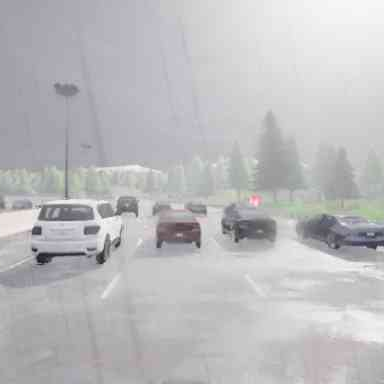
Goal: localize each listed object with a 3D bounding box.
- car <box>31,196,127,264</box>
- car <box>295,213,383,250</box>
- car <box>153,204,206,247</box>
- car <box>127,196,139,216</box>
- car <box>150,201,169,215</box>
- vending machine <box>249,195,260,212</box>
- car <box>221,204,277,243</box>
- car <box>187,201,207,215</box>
[{"bbox_3d":[-3.936,1.296,12.268,2.150,2.045,5.566,0,0,-4],"label":"car"},{"bbox_3d":[6.419,1.628,14.811,2.033,1.411,5.357,0,0,-4],"label":"car"},{"bbox_3d":[-0.685,1.568,15.584,1.882,1.535,5.008,0,0,-4],"label":"car"},{"bbox_3d":[-6.713,1.426,34.691,2.150,2.045,5.566,0,0,-10],"label":"car"},{"bbox_3d":[-3.212,1.709,34.896,1.837,1.490,4.892,0,0,-10],"label":"car"},{"bbox_3d":[7.791,1.426,41.287,1.100,2.100,0.880,0,0,-11],"label":"vending machine"},{"bbox_3d":[2.723,1.572,16.835,1.882,1.535,5.008,0,0,-5],"label":"car"},{"bbox_3d":[0.306,1.693,35.068,2.128,1.511,4.902,0,0,-10],"label":"car"}]
